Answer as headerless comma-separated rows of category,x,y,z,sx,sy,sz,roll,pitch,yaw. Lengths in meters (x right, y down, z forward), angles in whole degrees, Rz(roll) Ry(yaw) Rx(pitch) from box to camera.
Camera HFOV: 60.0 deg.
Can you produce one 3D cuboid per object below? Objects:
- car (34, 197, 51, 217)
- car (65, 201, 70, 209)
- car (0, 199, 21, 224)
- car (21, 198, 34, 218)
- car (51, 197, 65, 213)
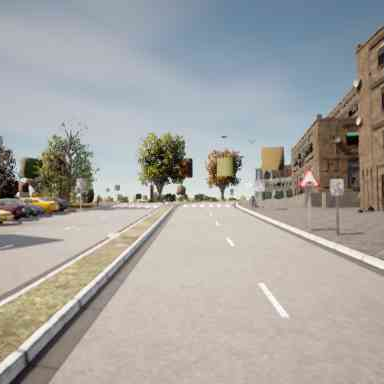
car,-14.390,1.290,26.613,4.892,1.521,2.231,0,1,0
car,-14.368,1.224,32.120,4.892,1.521,2.231,0,1,0
car,-14.207,1.342,21.102,5.366,1.575,1.946,0,0,0
car,-14.417,1.350,23.862,4.792,1.488,2.163,0,0,0
car,-14.374,1.257,29.366,5.008,1.535,2.097,0,1,0
